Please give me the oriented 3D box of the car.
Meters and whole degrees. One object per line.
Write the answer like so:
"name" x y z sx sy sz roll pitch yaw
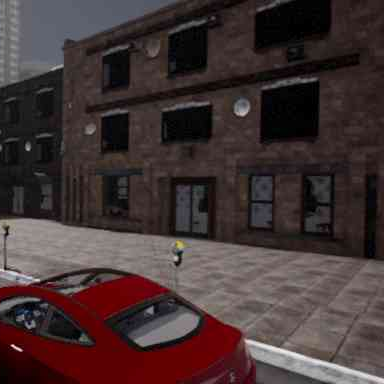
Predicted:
"car" -1.338 1.564 3.812 4.206 1.307 1.802 0 1 35
